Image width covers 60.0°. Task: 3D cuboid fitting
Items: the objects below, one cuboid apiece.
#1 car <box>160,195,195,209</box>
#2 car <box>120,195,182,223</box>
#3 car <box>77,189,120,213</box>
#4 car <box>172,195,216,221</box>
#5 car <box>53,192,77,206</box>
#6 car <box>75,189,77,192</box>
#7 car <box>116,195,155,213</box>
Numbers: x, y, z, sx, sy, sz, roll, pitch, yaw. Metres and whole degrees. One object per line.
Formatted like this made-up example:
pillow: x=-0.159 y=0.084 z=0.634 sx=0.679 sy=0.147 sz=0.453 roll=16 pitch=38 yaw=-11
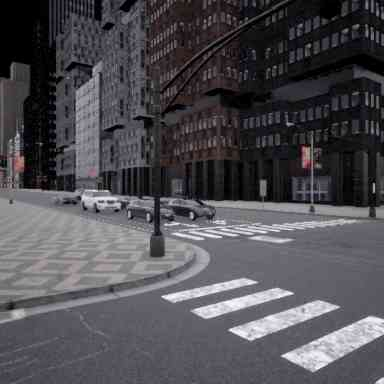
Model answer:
car: x=-1.738 y=1.082 z=38.631 sx=1.812 sy=1.442 sz=4.674 roll=0 pitch=1 yaw=-36
car: x=-2.970 y=1.240 z=23.324 sx=1.837 sy=1.490 sz=4.892 roll=0 pitch=1 yaw=-36
car: x=-8.653 y=0.820 z=31.213 sx=2.150 sy=2.045 sz=5.566 roll=0 pitch=1 yaw=-36
car: x=-0.205 y=1.239 z=25.003 sx=1.837 sy=1.490 sz=4.892 roll=0 pitch=1 yaw=-38
car: x=-15.679 y=0.970 z=40.977 sx=2.033 sy=1.411 sz=5.357 roll=0 pitch=1 yaw=-36
car: x=-14.043 y=0.615 z=44.274 sx=2.150 sy=2.045 sz=5.566 roll=0 pitch=1 yaw=-36
car: x=-5.643 y=1.107 z=32.595 sx=1.837 sy=1.490 sz=4.892 roll=0 pitch=1 yaw=-36
